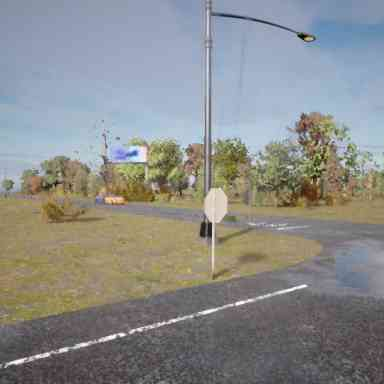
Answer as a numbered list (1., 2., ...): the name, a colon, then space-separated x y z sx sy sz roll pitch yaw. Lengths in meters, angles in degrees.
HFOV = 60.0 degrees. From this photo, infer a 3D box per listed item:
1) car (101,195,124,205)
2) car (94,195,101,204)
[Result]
1. car: -13.152 1.252 56.156 2.097 1.767 4.553 0 0 -33
2. car: -16.371 1.241 60.863 2.097 1.767 4.553 0 0 -34
